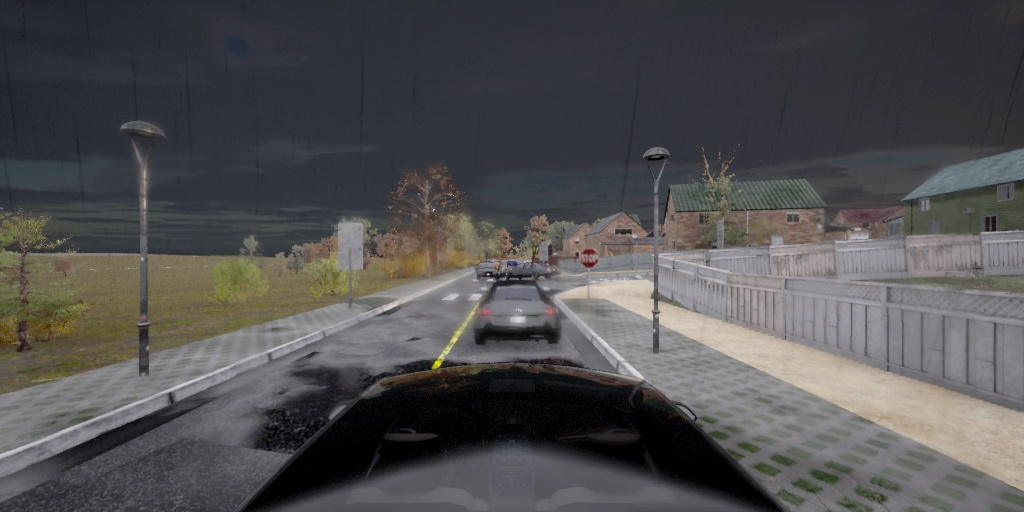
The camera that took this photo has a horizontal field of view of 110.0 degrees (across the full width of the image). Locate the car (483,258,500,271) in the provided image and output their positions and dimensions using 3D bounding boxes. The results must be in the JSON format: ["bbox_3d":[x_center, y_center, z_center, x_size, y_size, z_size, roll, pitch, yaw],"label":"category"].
[{"bbox_3d":[-2.847,1.121,51.288,2.097,1.767,4.553,0,0,1],"label":"car"}]

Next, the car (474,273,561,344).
[{"bbox_3d":[0.102,1.313,9.545,1.994,1.385,4.181,0,0,-1],"label":"car"}]

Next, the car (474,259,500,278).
[{"bbox_3d":[-2.251,1.258,31.470,1.837,1.490,4.892,0,0,-8],"label":"car"}]

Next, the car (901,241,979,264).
[{"bbox_3d":[23.888,-0.208,20.514,4.902,1.511,2.128,-3,0,14],"label":"car"}]

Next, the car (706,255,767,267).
[{"bbox_3d":[14.387,0.413,22.935,4.181,1.385,1.994,-3,0,16],"label":"car"}]

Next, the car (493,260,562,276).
[{"bbox_3d":[1.337,1.198,28.559,5.357,1.411,2.033,-4,-3,43],"label":"car"}]
